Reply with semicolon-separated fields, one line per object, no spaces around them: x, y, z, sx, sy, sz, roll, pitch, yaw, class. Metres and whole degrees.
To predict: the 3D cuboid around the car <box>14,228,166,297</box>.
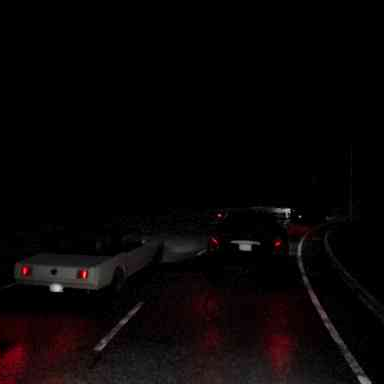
-2.177;1.604;8.690;1.895;1.301;4.718;0;0;12;car

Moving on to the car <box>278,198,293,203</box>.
14.421;1.601;48.917;1.837;1.490;4.892;1;0;45;car

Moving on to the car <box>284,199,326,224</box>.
9.350;1.629;26.608;2.128;1.511;4.902;1;0;34;car

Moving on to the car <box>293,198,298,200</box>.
16.150;1.749;45.694;1.895;1.301;4.718;1;1;44;car

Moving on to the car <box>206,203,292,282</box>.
1.857;1.388;10.235;2.097;1.767;4.553;0;0;15;car

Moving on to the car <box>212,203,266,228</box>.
3.548;1.607;23.941;2.033;1.411;5.357;1;0;29;car
